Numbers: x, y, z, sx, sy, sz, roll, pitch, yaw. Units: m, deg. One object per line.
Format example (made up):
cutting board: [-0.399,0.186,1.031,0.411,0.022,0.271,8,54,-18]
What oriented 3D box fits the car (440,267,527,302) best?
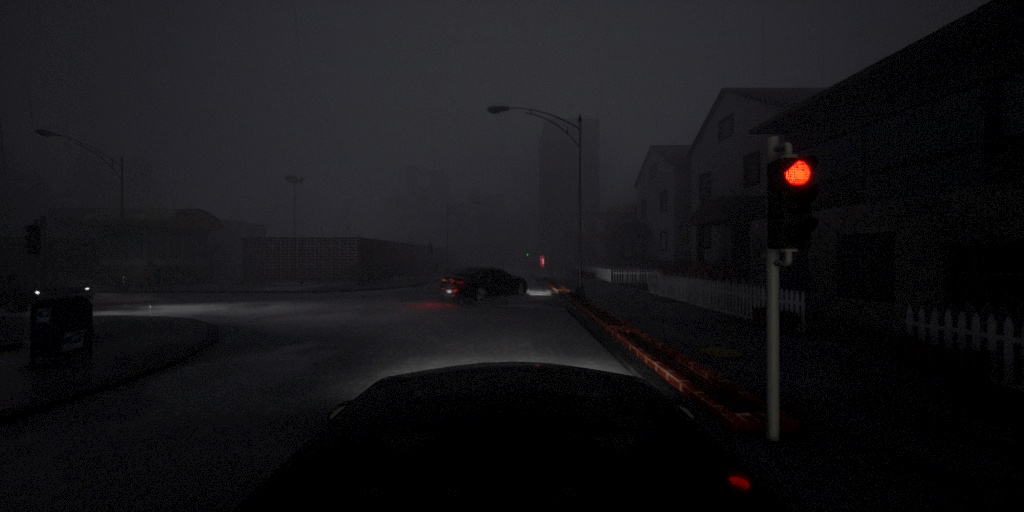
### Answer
car: [-1.186,1.262,17.207,1.837,1.490,4.892,4,2,38]

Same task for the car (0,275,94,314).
car: [-18.696,1.355,13.254,4.718,1.301,1.895,0,0,0]

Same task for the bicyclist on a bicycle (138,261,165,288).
bicyclist on a bicycle: [-21.737,1.108,21.653,0.582,1.620,1.656,0,0,0]
